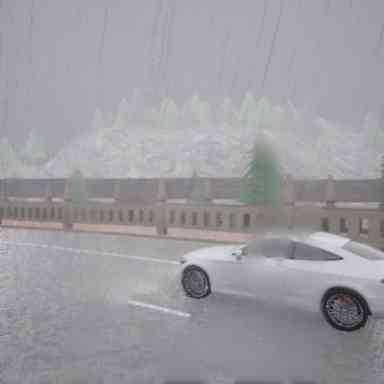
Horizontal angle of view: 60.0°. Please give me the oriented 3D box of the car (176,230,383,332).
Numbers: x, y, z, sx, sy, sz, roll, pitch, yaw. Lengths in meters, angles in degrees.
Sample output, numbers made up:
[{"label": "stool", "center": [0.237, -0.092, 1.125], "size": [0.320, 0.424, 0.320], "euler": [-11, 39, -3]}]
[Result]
[{"label": "car", "center": [1.849, 1.501, 6.729], "size": [4.674, 1.442, 1.812], "euler": [0, 0, 34]}]
